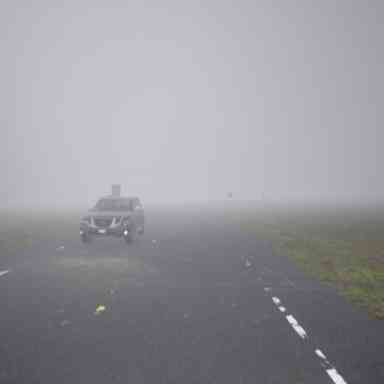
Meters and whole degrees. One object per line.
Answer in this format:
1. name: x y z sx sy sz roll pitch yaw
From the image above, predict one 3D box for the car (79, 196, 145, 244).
1. car: -3.604 1.232 16.115 2.150 2.045 5.566 0 0 0
